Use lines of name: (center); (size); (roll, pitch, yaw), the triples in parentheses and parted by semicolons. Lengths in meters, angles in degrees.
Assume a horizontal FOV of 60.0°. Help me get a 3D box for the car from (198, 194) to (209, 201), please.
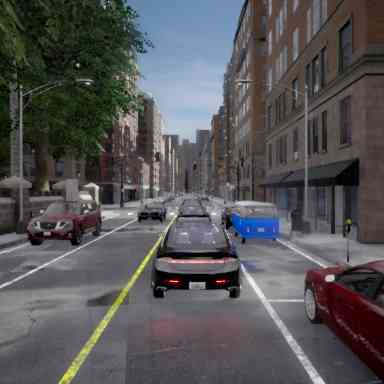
car: (2.830, 1.387, 75.612); (1.967, 1.590, 4.097); (0, 0, 0)

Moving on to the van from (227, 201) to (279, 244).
van: (2.849, 1.336, 15.575); (1.690, 1.788, 3.998); (0, 0, 0)

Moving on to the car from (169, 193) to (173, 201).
car: (-5.693, 1.493, 70.123); (1.887, 1.381, 4.507); (0, 0, 0)

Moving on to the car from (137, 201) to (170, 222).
car: (-3.011, 1.588, 25.792); (1.895, 1.301, 4.718); (0, 0, 0)

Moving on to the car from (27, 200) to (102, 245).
car: (-5.675, 1.310, 15.533); (2.192, 1.841, 5.009); (0, 0, 0)

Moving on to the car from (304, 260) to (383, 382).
car: (2.853, 1.544, 4.254); (1.887, 1.381, 4.507); (0, 0, 0)

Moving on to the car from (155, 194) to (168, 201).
car: (-5.689, 1.480, 59.051); (1.752, 1.417, 4.829); (0, 0, 0)

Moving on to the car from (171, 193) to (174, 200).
car: (-5.694, 1.492, 75.574); (1.887, 1.381, 4.507); (0, 0, 0)

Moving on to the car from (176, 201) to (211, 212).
car: (0.092, 1.485, 18.415); (2.128, 1.511, 4.902); (0, 0, 0)

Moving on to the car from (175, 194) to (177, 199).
car: (-5.698, 1.497, 86.475); (2.008, 1.369, 4.403); (0, 0, 0)

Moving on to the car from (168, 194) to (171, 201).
car: (-5.691, 1.502, 64.672); (2.008, 1.369, 4.403); (0, 0, 0)

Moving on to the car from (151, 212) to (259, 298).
car: (0.097, 1.490, 8.476); (2.128, 1.511, 4.902); (0, 0, 0)

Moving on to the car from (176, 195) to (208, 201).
car: (-0.010, 1.338, 27.592); (2.097, 1.767, 4.553); (0, 0, 0)

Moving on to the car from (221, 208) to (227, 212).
car: (2.848, 1.558, 21.236); (1.947, 1.339, 4.313); (0, 0, 0)
